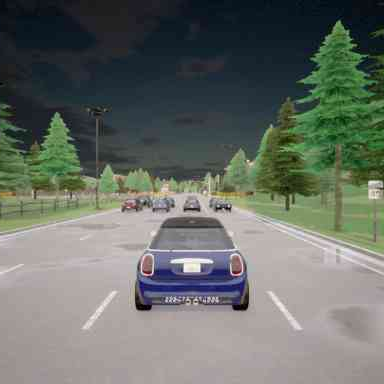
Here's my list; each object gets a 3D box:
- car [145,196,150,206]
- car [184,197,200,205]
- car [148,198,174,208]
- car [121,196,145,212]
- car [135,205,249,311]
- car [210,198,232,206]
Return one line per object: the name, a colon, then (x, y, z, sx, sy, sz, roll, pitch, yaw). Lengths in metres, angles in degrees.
car: (-7.000, 1.352, 48.976, 2.097, 1.767, 4.553, 0, 0, 0)
car: (0.000, 1.564, 38.969, 1.994, 1.385, 4.181, 0, 0, 0)
car: (-3.500, 1.547, 38.586, 2.033, 1.411, 5.357, 0, 0, 0)
car: (-7.000, 1.526, 39.002, 1.812, 1.442, 4.674, 0, 0, 0)
car: (0.000, 1.352, 7.942, 2.097, 1.767, 4.553, 0, 0, 0)
car: (3.500, 1.601, 39.032, 1.895, 1.301, 4.718, 0, 0, 0)
